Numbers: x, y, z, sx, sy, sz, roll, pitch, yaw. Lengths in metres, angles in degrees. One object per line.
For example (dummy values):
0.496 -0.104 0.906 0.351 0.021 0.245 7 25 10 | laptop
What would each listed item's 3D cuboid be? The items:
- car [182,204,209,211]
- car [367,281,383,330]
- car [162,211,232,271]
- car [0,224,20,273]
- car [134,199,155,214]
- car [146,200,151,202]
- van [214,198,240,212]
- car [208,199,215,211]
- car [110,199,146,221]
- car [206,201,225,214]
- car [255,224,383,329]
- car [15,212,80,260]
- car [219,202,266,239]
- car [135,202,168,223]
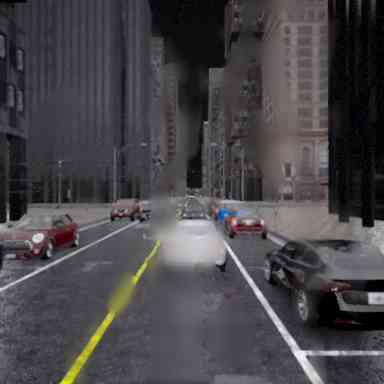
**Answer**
0.108 1.786 27.070 1.895 1.301 4.718 0 0 0 | car
2.759 1.592 1.372 1.802 1.307 4.206 0 0 0 | car
0.090 1.602 11.094 1.812 1.442 4.674 0 0 0 | car
-5.762 1.614 6.976 1.947 1.339 4.313 0 0 0 | car
-5.740 1.718 40.589 1.967 1.590 4.097 0 0 0 | car
-5.743 1.763 34.817 1.752 1.417 4.829 0 0 0 | car
2.773 1.504 23.780 1.690 1.788 3.998 0 0 0 | van
2.778 1.641 29.381 1.967 1.590 4.097 0 0 0 | car
-5.748 1.516 29.386 2.192 1.841 5.009 0 0 0 | car
2.786 1.829 40.584 2.008 1.369 4.403 0 0 0 | car
2.763 1.614 6.974 1.947 1.339 4.313 0 0 0 | car
-5.759 1.526 12.579 1.967 1.590 4.097 0 0 0 | car
2.770 1.565 18.178 1.967 1.590 4.097 0 0 0 | car
-3.077 1.749 27.103 1.994 1.385 4.181 0 0 0 | car
